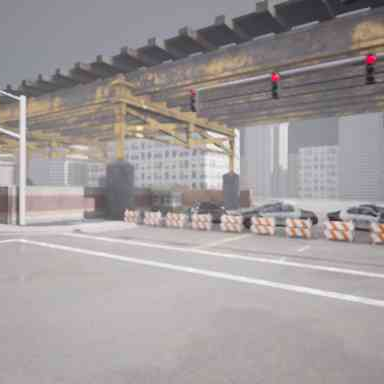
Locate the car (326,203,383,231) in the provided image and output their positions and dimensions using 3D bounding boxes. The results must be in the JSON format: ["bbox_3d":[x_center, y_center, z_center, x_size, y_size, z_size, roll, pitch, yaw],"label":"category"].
[{"bbox_3d":[9.592,1.284,17.613,1.853,1.218,4.536,0,0,-26],"label":"car"}]

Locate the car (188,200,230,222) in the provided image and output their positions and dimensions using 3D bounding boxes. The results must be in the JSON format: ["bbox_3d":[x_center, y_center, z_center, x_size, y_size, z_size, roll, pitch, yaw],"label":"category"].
[{"bbox_3d":[1.018,1.238,22.757,1.853,1.218,4.536,0,0,-11],"label":"car"}]

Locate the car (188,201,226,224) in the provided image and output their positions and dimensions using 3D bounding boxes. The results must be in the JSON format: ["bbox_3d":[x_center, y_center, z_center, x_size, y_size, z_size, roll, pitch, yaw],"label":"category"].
[{"bbox_3d":[1.028,1.396,22.707,2.038,1.542,4.974,0,0,-11],"label":"car"}]

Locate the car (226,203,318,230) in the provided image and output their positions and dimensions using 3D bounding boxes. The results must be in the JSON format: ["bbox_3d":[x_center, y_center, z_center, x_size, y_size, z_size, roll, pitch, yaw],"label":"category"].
[{"bbox_3d":[4.786,1.417,20.040,4.974,1.542,2.038,0,0,-1],"label":"car"}]

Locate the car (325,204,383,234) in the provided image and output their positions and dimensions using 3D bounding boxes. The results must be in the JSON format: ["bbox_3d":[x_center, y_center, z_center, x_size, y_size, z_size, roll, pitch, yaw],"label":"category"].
[{"bbox_3d":[9.614,1.442,17.567,2.038,1.542,4.974,0,0,-26],"label":"car"}]

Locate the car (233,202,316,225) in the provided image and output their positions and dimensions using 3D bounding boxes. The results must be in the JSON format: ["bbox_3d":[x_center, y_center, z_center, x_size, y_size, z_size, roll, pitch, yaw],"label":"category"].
[{"bbox_3d":[4.839,1.260,20.041,4.536,1.218,1.853,0,0,-1],"label":"car"}]
